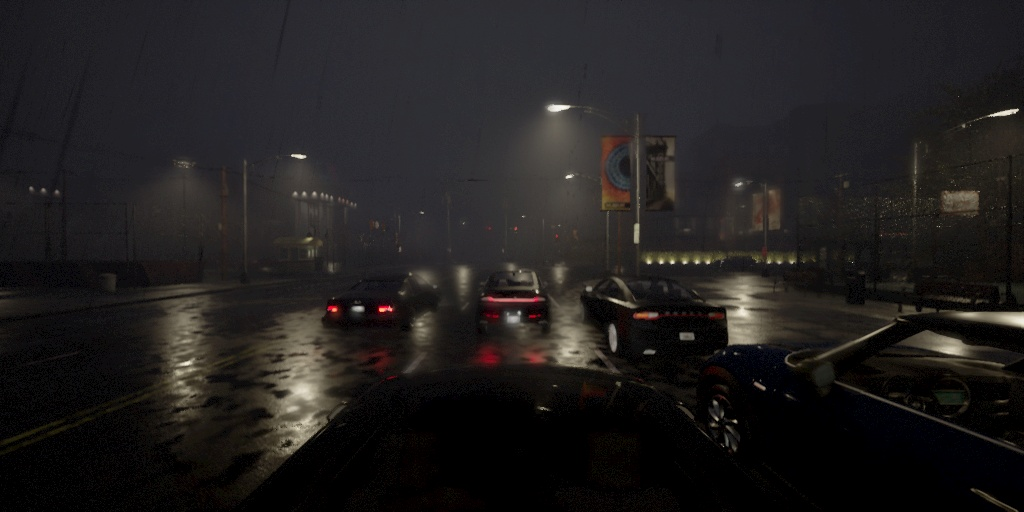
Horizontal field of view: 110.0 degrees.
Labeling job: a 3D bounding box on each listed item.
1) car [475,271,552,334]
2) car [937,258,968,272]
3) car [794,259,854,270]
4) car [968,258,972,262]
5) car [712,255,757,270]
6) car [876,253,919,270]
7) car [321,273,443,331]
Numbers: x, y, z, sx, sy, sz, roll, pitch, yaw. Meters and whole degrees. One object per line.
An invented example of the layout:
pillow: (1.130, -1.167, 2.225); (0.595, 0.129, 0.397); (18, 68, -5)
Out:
car: (0.054, 1.163, 10.317); (2.128, 1.511, 4.902); (0, 1, 0)
car: (45.162, 0.931, 35.790); (4.902, 1.511, 2.128); (0, 1, -1)
car: (34.137, 0.955, 39.270); (5.357, 1.411, 2.033); (0, 1, 0)
car: (45.195, 1.019, 32.291); (5.357, 1.411, 2.033); (0, 1, -1)
car: (26.409, 0.728, 42.706); (4.553, 1.767, 2.097); (0, 1, 0)
car: (45.066, 0.693, 42.788); (5.566, 2.045, 2.150); (0, 1, -1)
car: (-3.443, 1.217, 10.580); (2.033, 1.411, 5.357); (0, 1, 0)
